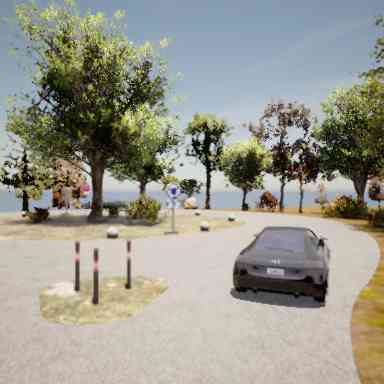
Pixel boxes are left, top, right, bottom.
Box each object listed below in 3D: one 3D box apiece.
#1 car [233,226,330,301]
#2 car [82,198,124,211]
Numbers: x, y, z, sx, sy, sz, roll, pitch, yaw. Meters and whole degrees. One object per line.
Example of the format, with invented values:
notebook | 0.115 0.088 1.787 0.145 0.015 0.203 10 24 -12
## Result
car | 2.446 1.564 8.532 1.994 1.385 4.181 0 0 23
car | -10.385 1.478 39.196 4.902 1.511 2.128 0 0 -14
